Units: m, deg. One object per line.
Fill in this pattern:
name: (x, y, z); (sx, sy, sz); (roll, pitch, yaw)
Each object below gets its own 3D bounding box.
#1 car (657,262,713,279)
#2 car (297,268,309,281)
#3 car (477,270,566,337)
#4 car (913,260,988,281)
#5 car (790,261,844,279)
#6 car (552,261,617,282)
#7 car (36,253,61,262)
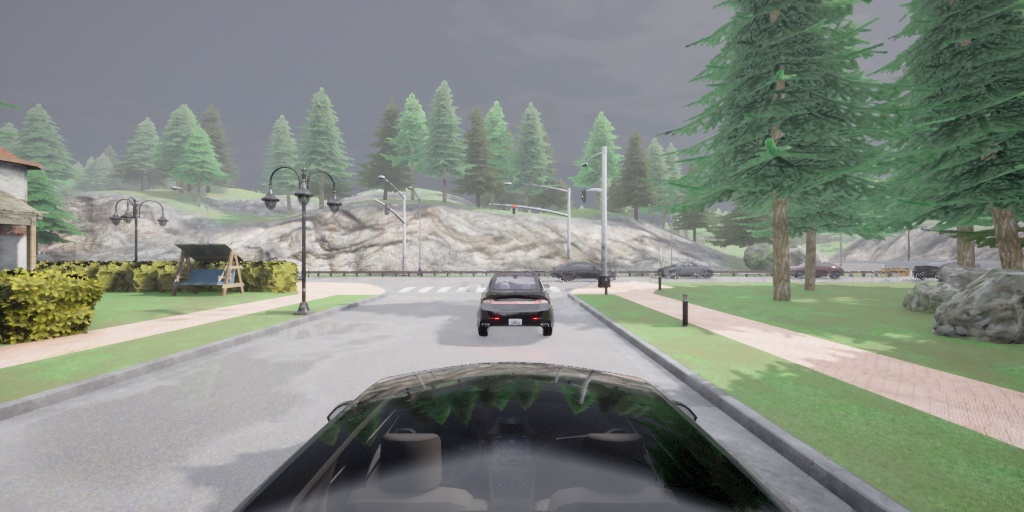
car: (14.171, 1.151, 29.465); (4.181, 1.385, 1.994); (0, 0, 0)
car: (-17.242, 1.113, 25.842); (4.674, 1.442, 1.812); (0, 0, 0)
car: (0.094, 1.242, 10.333); (2.128, 1.511, 4.902); (0, 0, 1)
car: (31.983, 1.065, 25.740); (5.008, 1.535, 1.882); (0, 0, 0)
car: (24.473, 1.113, 29.411); (4.674, 1.442, 1.812); (0, 0, 0)
car: (5.128, 1.111, 25.796); (4.674, 1.442, 1.812); (0, 0, 0)
car: (-34.833, 0.809, 25.867); (5.566, 2.045, 2.150); (0, 0, 0)
